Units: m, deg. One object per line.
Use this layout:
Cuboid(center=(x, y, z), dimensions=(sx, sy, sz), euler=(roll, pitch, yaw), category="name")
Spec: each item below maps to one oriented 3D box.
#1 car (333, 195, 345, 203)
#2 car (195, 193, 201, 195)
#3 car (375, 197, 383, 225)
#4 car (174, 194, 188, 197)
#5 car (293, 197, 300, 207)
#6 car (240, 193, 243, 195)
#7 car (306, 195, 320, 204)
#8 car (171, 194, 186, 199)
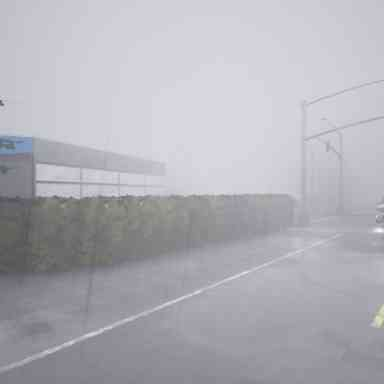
Cuboid(center=(28.923, 1.374, 65.249), dimensions=(1.845, 1.501, 3.633), euler=(0, 0, 38), category="car")
Cuboid(center=(1.722, 1.153, 86.119), dimensions=(2.152, 1.636, 5.027), euler=(0, 0, 38), category="car")
Cuboid(center=(14.679, 1.221, 23.795), dimensions=(2.150, 2.045, 5.566), euler=(0, 0, 38), category="car")
Cuboid(center=(-2.061, 1.298, 66.121), dimensions=(2.007, 1.523, 4.514), euler=(0, 0, 38), category="car")
Cuboid(center=(12.918, 1.339, 44.716), dimensions=(2.007, 1.523, 4.514), euler=(0, 0, 38), category="car")
Cuboid(center=(11.810, 1.077, 78.250), dimensions=(1.905, 1.878, 3.866), euler=(0, 0, 38), category="car")
Cuboid(center=(22.009, 1.384, 61.231), dimensions=(1.970, 1.475, 3.806), euler=(0, 0, 38), category="car")
Cuboid(center=(-3.537, 1.232, 89.811), dimensions=(1.970, 1.475, 3.806), euler=(0, 0, 38), category="car")
